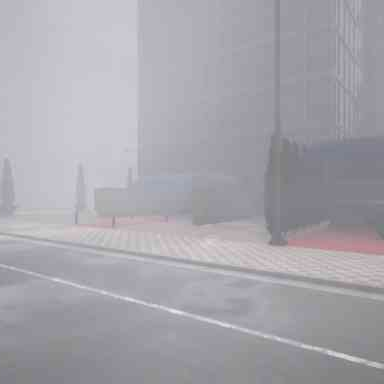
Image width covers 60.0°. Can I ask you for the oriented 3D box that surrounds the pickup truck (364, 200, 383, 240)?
[{"bbox_3d":[10.097,1.057,12.785,2.390,2.098,6.274,0,0,-24],"label":"pickup truck"}]
